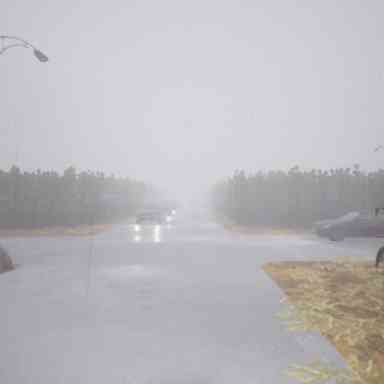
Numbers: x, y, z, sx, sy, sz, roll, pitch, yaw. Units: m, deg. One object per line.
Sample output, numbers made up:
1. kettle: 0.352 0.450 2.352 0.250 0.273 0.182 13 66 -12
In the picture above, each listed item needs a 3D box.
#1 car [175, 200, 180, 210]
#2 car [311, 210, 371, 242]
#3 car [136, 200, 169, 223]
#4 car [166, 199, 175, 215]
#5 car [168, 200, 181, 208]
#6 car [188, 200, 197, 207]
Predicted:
1. car: -3.136 1.767 46.764 2.128 1.511 4.902 0 -1 0
2. car: 8.276 1.618 16.260 4.674 1.442 1.812 0 -1 0
3. car: -3.220 1.652 26.779 1.837 1.490 4.892 0 -1 2
4. car: -3.156 1.658 36.249 1.882 1.535 5.008 0 0 0
5. car: -3.059 2.158 60.328 2.033 1.411 5.357 0 -1 1
6. car: 0.178 2.365 69.393 1.895 1.301 4.718 0 -1 0
